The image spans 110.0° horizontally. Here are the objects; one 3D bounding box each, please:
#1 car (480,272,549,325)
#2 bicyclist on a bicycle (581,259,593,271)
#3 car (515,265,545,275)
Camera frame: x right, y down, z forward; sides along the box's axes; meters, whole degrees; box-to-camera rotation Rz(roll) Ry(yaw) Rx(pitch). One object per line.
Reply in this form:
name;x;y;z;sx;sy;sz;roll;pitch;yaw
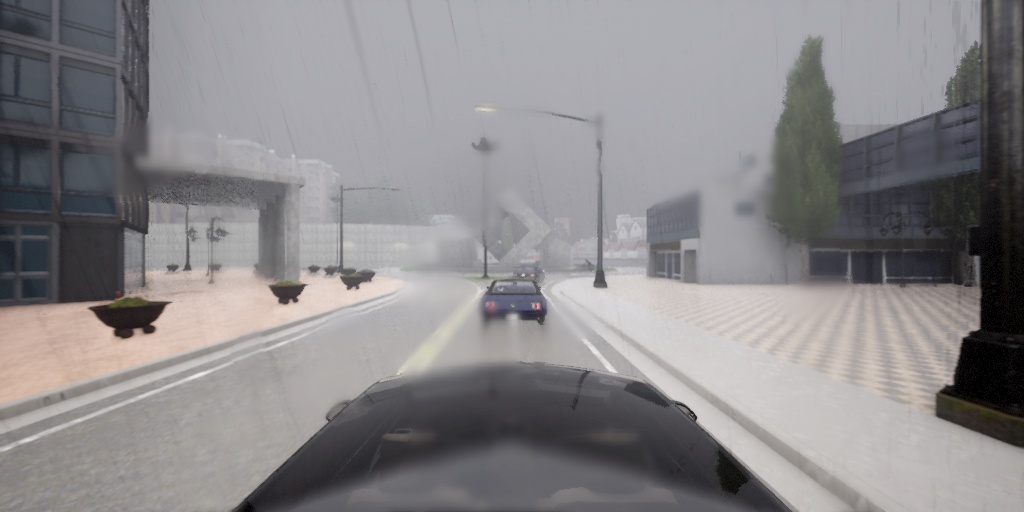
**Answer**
car;0.077;1.379;11.854;1.895;1.301;4.718;0;0;0
bicyclist on a bicycle;9.982;1.181;47.630;1.656;1.620;0.582;-1;0;30
car;1.335;1.368;26.950;2.033;1.411;5.357;0;0;13
